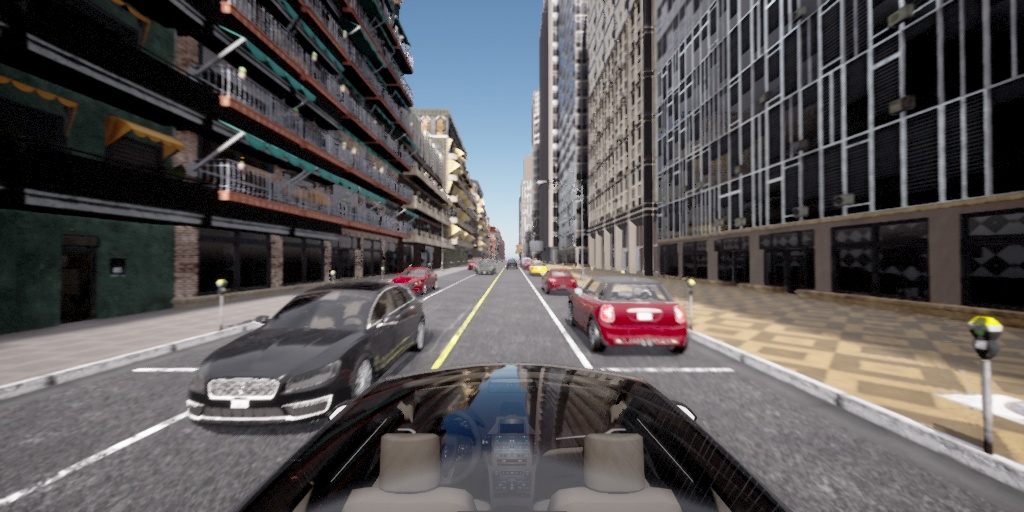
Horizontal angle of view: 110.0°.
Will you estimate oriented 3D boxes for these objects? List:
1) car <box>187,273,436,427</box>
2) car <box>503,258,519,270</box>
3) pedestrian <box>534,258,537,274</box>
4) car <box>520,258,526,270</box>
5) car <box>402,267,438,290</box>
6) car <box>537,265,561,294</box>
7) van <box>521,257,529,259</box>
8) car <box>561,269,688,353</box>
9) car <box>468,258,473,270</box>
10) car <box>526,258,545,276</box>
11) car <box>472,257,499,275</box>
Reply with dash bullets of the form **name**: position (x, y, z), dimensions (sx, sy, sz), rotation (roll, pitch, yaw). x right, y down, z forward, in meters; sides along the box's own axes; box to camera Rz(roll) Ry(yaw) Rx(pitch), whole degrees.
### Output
- **car**: position (-2.830, 1.255, 6.176), dimensions (1.837, 1.490, 4.892), rotation (0, 1, 0)
- **car**: position (0.027, 1.343, 56.089), dimensions (1.837, 1.490, 4.892), rotation (0, 0, 1)
- **pedestrian**: position (2.752, 1.098, 41.291), dimensions (0.375, 1.860, 0.375), rotation (1, -1, 0)
- **car**: position (2.568, 1.412, 53.184), dimensions (1.802, 1.307, 4.207), rotation (0, 0, 0)
- **car**: position (-5.314, 1.315, 19.959), dimensions (1.888, 1.381, 4.507), rotation (0, 0, 0)
- **car**: position (2.567, 1.351, 19.972), dimensions (1.802, 1.307, 4.207), rotation (0, 0, 0)
- **van**: position (2.569, 1.201, 64.254), dimensions (1.690, 1.789, 3.998), rotation (0, 0, 0)
- **car**: position (2.566, 1.196, 8.900), dimensions (1.967, 1.591, 4.097), rotation (0, 0, 0)
- **car**: position (-5.312, 1.145, 53.173), dimensions (2.192, 1.841, 5.009), rotation (0, 0, 0)
- **car**: position (2.751, 1.254, 38.289), dimensions (1.801, 1.575, 5.366), rotation (0, 0, 0)
- **car**: position (-2.837, 1.152, 39.465), dimensions (2.097, 1.767, 4.553), rotation (0, 0, 0)
